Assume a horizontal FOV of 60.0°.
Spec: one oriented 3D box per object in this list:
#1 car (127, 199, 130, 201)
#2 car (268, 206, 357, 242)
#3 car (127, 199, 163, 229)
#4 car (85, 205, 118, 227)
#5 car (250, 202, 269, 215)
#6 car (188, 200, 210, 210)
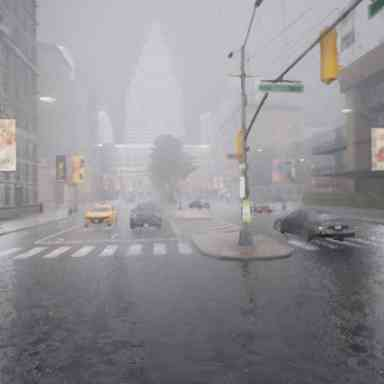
[{"bbox_3d":[-17.189,2.508,93.958,1.895,1.301,4.718,-1,0,-6],"label":"car"},{"bbox_3d":[5.908,1.595,16.719,2.033,1.411,5.357,-1,0,-8],"label":"car"},{"bbox_3d":[-3.183,1.571,23.655,2.097,1.767,4.553,-1,0,-6],"label":"car"},{"bbox_3d":[-6.904,1.761,25.665,1.882,1.535,5.008,-1,0,-6],"label":"car"},{"bbox_3d":[7.247,1.773,36.399,1.895,1.301,4.718,-1,0,-6],"label":"car"},{"bbox_3d":[1.098,1.884,50.819,1.812,1.442,4.674,-1,0,-26],"label":"car"}]
